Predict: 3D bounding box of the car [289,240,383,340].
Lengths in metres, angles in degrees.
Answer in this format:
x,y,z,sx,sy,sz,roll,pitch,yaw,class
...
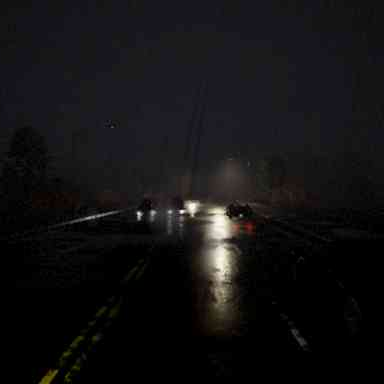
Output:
x,y,z,sx,sy,sz,roll,pitch,yaw,class
3.407,1.601,6.508,1.895,1.301,4.718,0,0,1,car

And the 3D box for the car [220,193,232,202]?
x,y,z,sx,sy,sz,roll,pitch,yaw,class
7.535,1.344,76.351,2.033,1.649,4.856,0,0,6,car

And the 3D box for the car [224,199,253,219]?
x,y,z,sx,sy,sz,roll,pitch,yaw,class
4.007,1.589,28.809,1.895,1.301,4.718,0,0,2,car

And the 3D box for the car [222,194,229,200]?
x,y,z,sx,sy,sz,roll,pitch,yaw,class
8.823,1.361,87.199,1.882,1.535,5.008,0,0,7,car

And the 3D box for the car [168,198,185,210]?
x,y,z,sx,sy,sz,roll,pitch,yaw,class
-1.962,1.500,42.635,1.812,1.442,4.674,0,0,4,car

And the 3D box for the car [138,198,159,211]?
x,y,z,sx,sy,sz,roll,pitch,yaw,class
-5.315,1.454,41.102,1.882,1.535,5.008,0,0,4,car
